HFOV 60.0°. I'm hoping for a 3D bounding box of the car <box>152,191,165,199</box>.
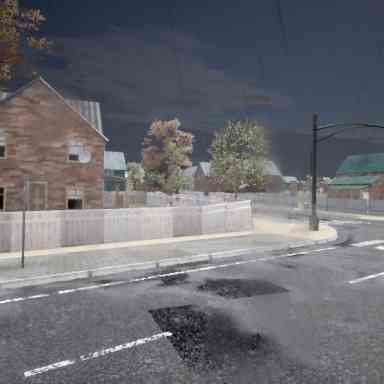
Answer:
[{"bbox_3d":[-6.225,0.639,61.693,1.812,1.442,4.674,1,1,-20],"label":"car"}]
